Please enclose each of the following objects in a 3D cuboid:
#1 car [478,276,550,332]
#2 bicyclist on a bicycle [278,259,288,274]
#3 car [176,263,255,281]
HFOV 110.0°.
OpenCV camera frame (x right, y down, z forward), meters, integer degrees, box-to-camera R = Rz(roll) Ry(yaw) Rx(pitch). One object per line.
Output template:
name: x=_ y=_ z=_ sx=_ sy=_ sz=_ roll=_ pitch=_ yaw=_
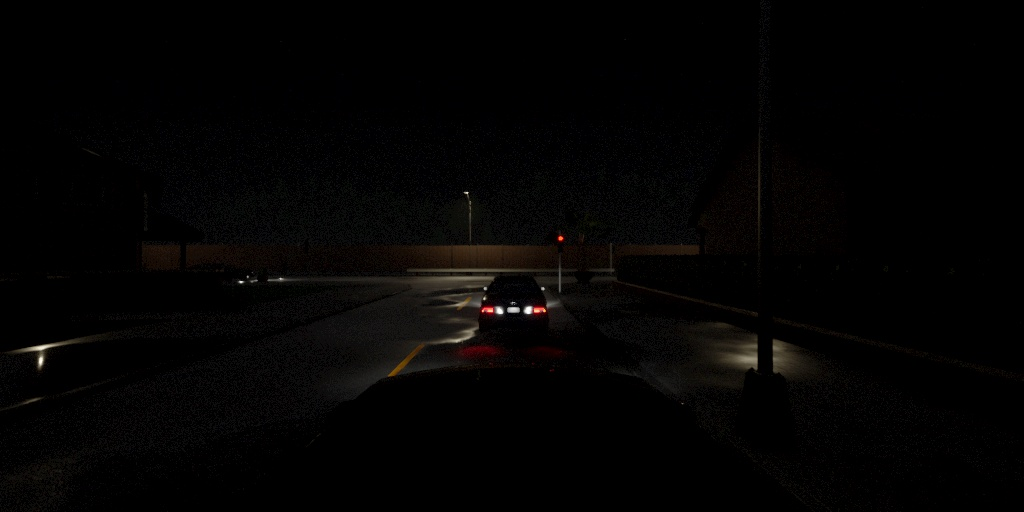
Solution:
car: x=0.058 y=1.296 z=10.814 sx=2.033 sy=1.411 sz=5.357 roll=0 pitch=0 yaw=1
bicyclist on a bicycle: x=-23.968 y=1.095 z=37.470 sx=0.582 sy=1.620 sz=1.656 roll=0 pitch=0 yaw=0
car: x=-24.077 y=1.294 z=29.073 sx=5.357 sy=1.411 sz=2.033 roll=0 pitch=0 yaw=0
